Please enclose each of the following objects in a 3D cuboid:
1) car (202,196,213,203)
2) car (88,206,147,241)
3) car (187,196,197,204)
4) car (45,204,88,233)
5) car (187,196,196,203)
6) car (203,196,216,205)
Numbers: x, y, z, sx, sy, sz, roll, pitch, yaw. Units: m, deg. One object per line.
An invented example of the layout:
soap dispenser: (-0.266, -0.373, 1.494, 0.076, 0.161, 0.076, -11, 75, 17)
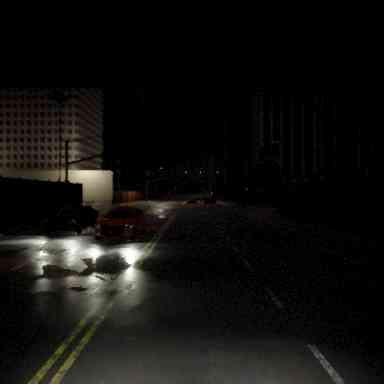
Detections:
car: (3.475, 1.602, 74.136, 2.128, 1.511, 4.902, 0, 0, 0)
car: (-3.531, 1.504, 17.186, 1.882, 1.535, 5.008, 0, 0, 0)
car: (-0.021, 1.701, 64.101, 1.895, 1.301, 4.718, 0, 0, 0)
car: (-7.007, 1.510, 19.901, 1.882, 1.535, 5.008, 0, 0, 0)
car: (-0.025, 1.629, 74.135, 1.994, 1.385, 4.181, 0, 0, 0)
car: (3.479, 1.577, 63.656, 1.882, 1.535, 5.008, 0, 0, 0)
